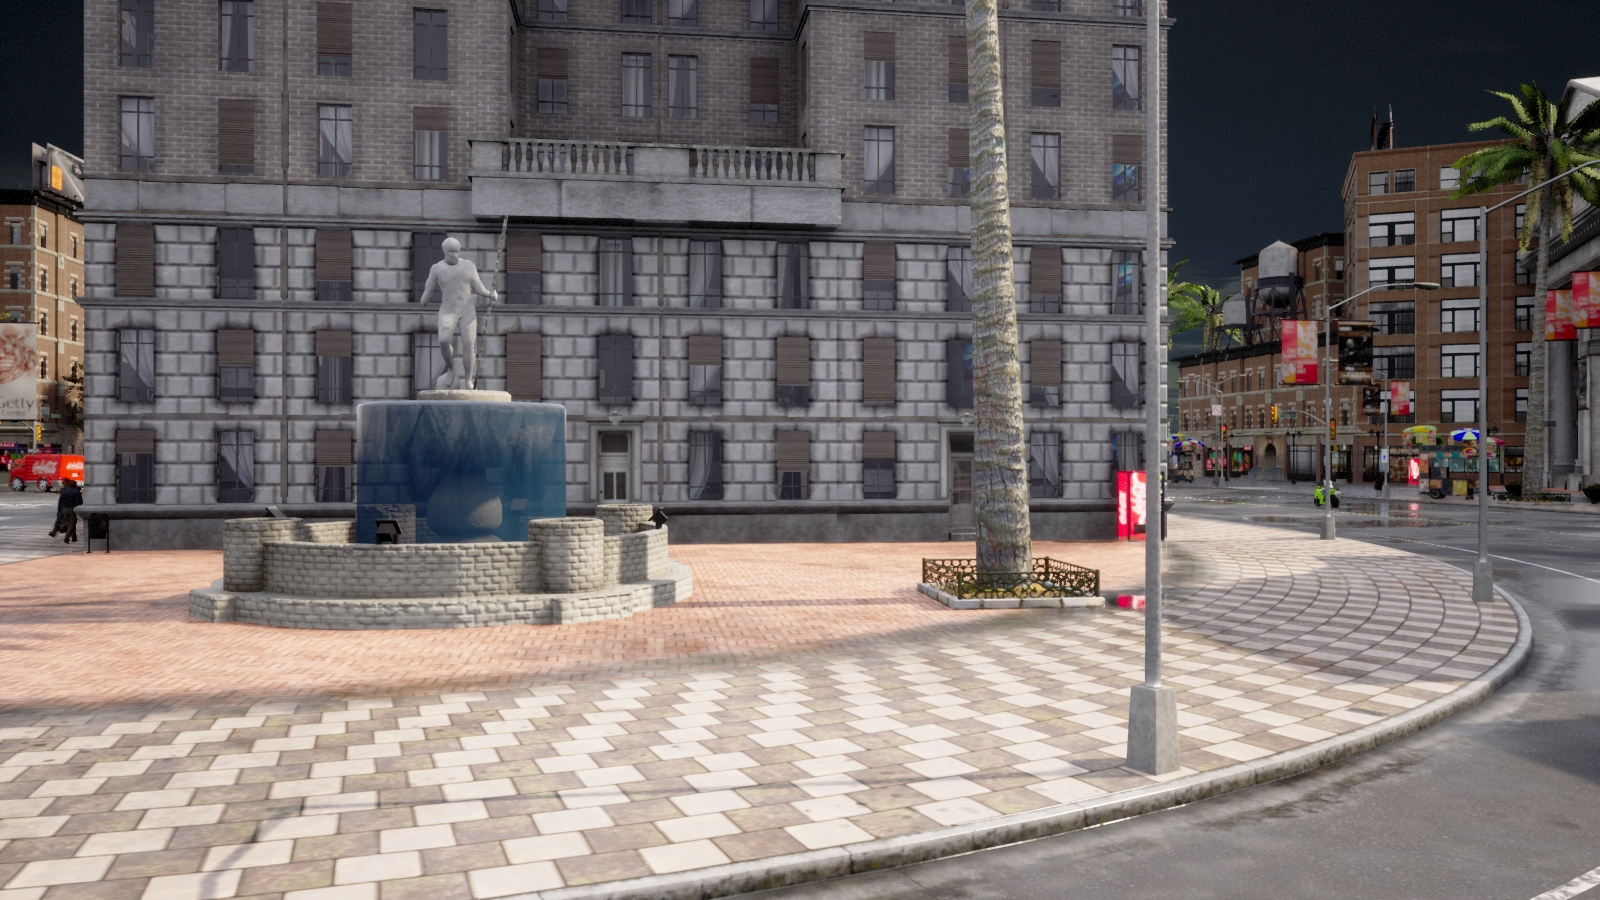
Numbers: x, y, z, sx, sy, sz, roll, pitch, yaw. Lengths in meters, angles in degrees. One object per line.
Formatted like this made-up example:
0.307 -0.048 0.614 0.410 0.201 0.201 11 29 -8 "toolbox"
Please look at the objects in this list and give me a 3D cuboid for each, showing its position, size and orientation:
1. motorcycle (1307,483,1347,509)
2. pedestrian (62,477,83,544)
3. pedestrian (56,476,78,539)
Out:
25.547 2.213 55.422 0.803 1.145 2.033 0 0 -7 "motorcycle"
-20.427 1.696 32.073 0.375 1.860 0.375 0 0 -10 "pedestrian"
-21.790 1.697 33.968 0.375 1.860 0.375 0 0 6 "pedestrian"
